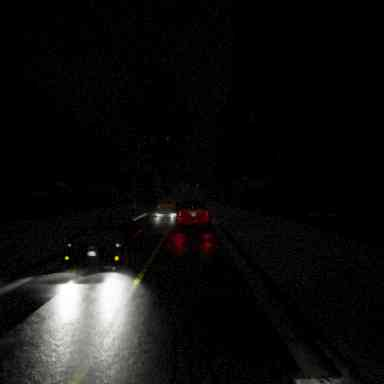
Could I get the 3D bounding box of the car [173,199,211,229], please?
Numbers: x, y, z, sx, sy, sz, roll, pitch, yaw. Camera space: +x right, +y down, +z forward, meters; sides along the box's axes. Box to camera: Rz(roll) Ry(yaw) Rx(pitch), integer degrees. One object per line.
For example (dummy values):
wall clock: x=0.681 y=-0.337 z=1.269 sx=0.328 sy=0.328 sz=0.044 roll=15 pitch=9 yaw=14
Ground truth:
car: x=0.088 y=1.357 z=21.737 sx=2.097 sy=1.767 sz=4.553 roll=0 pitch=0 yaw=0

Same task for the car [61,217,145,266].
car: x=-2.822 y=1.561 z=11.407 sx=1.994 sy=1.385 sz=4.181 roll=0 pitch=0 yaw=0

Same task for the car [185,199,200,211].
car: x=0.081 y=1.628 z=42.633 sx=1.837 sy=1.490 sz=4.892 roll=0 pitch=-1 yaw=0

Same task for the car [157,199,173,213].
car: x=-2.863 y=1.560 z=37.737 sx=1.882 sy=1.535 sz=5.008 roll=0 pitch=0 yaw=0
